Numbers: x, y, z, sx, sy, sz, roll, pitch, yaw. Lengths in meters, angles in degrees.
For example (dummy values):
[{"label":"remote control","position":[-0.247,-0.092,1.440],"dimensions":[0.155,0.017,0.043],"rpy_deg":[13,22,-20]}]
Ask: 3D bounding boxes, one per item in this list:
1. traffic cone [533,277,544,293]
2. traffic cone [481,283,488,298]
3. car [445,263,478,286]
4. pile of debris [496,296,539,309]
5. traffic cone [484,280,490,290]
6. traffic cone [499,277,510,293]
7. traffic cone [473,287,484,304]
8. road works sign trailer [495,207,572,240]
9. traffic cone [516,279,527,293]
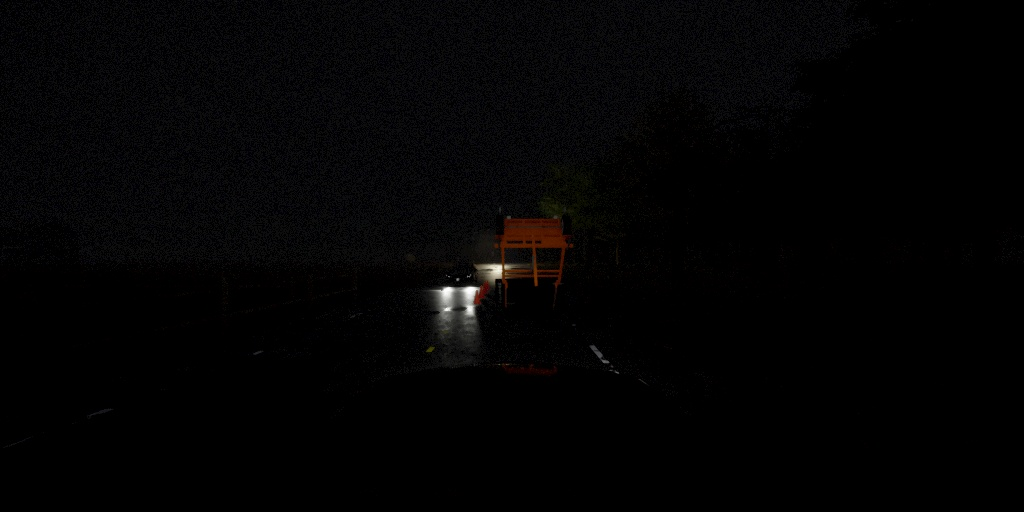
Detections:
[{"label":"traffic cone","position":[1.557,1.688,20.888],"dimensions":[0.340,0.580,0.340],"rpy_deg":[0,0,0]},{"label":"traffic cone","position":[-1.449,1.692,16.895],"dimensions":[0.340,0.580,0.340],"rpy_deg":[0,0,0]},{"label":"car","position":[-3.444,1.232,25.255],"dimensions":[1.837,1.490,4.892],"rpy_deg":[0,0,0]},{"label":"pile of debris","position":[0.031,1.904,14.898],"dimensions":[1.860,0.140,1.500],"rpy_deg":[0,0,0]},{"label":"traffic cone","position":[-1.445,1.690,18.895],"dimensions":[0.340,0.580,0.340],"rpy_deg":[0,0,0]},{"label":"traffic cone","position":[-0.441,1.688,20.893],"dimensions":[0.340,0.580,0.340],"rpy_deg":[0,0,0]},{"label":"traffic cone","position":[-1.453,1.694,14.895],"dimensions":[0.340,0.580,0.340],"rpy_deg":[0,0,0]},{"label":"road works sign trailer","position":[0.635,-2.366,10.103],"dimensions":[2.380,3.560,2.880],"rpy_deg":[0,0,0]},{"label":"traffic cone","position":[0.558,1.688,20.890],"dimensions":[0.340,0.580,0.340],"rpy_deg":[0,0,0]}]
